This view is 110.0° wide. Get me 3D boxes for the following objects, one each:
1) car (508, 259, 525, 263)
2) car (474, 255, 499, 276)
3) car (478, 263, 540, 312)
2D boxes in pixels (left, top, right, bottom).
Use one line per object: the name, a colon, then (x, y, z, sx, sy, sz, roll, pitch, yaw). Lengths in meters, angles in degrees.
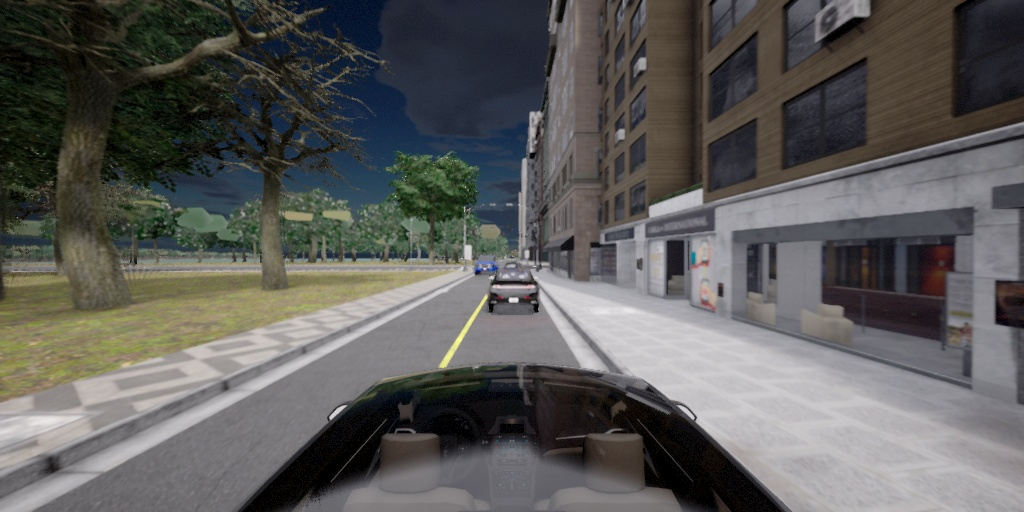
car: (0.077, 1.228, 29.449, 1.812, 1.442, 4.674, 0, 0, 0)
car: (-2.559, 0.921, 36.757, 2.150, 2.045, 5.566, 0, 0, 0)
car: (0.072, 1.215, 14.097, 2.128, 1.511, 4.902, 0, 0, 0)
